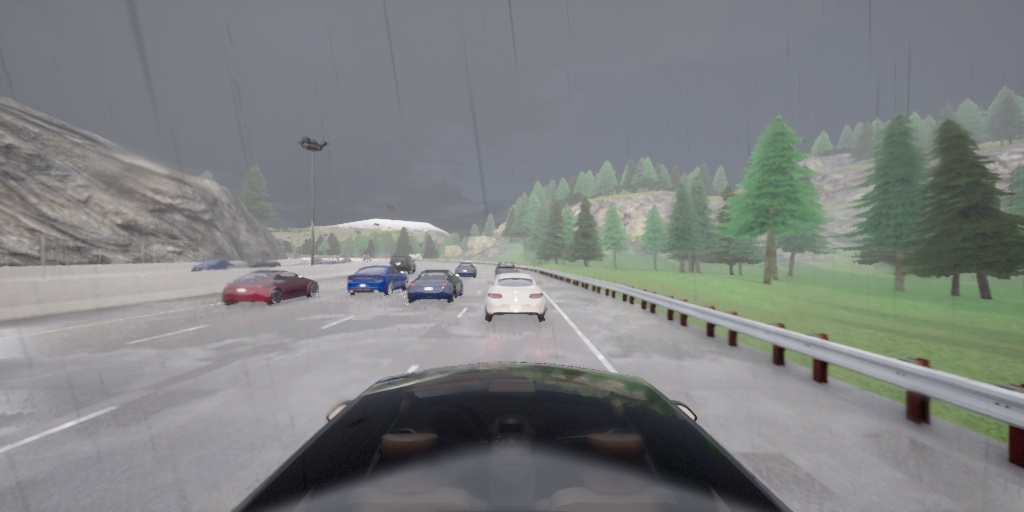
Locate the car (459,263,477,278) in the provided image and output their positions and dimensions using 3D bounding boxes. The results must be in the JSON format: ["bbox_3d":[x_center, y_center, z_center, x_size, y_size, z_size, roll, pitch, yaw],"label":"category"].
[{"bbox_3d":[-4.394,1.311,34.129,1.994,1.385,4.181,0,0,-5],"label":"car"}]

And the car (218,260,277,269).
[{"bbox_3d":[-25.777,1.238,35.204,2.128,1.511,4.902,0,0,-6],"label":"car"}]

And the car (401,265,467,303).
[{"bbox_3d":[-3.455,1.312,16.736,1.994,1.385,4.181,0,0,-1],"label":"car"}]

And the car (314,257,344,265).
[{"bbox_3d":[-23.648,1.237,45.777,2.128,1.511,4.902,0,0,-9],"label":"car"}]

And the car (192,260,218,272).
[{"bbox_3d":[-33.447,1.221,40.312,1.882,1.535,5.008,0,0,-8],"label":"car"}]

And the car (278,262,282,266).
[{"bbox_3d":[-30.555,1.235,44.638,2.128,1.511,4.902,0,0,-9],"label":"car"}]

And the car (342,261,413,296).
[{"bbox_3d":[-7.008,1.226,19.170,1.882,1.535,5.008,0,0,-1],"label":"car"}]

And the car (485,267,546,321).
[{"bbox_3d":[0.095,1.275,12.345,1.812,1.442,4.674,0,0,0],"label":"car"}]

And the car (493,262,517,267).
[{"bbox_3d":[-0.546,1.239,30.168,2.128,1.511,4.902,0,0,-4],"label":"car"}]

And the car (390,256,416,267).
[{"bbox_3d":[-11.939,0.967,39.218,2.150,2.045,5.566,0,0,-7],"label":"car"}]

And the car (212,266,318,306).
[{"bbox_3d":[-10.437,1.312,15.839,1.994,1.385,4.181,0,0,-1],"label":"car"}]
